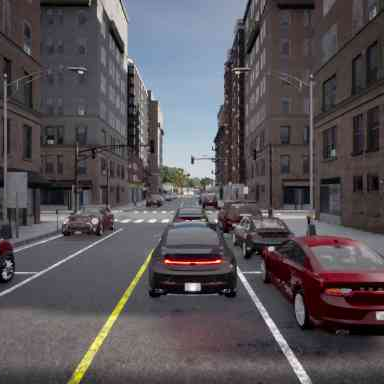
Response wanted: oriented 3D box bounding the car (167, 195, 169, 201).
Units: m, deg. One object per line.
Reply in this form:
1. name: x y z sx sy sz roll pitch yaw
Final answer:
1. car: -5.829 1.548 61.618 2.008 1.369 4.403 0 0 0

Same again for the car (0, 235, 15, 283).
1. car: -5.430 1.440 6.688 1.967 1.590 4.097 0 0 0

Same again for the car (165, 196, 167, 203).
1. car: -5.794 1.564 56.114 1.947 1.339 4.313 0 0 0

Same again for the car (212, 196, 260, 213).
1. car: 2.518 1.315 18.107 2.192 1.841 5.009 0 0 0

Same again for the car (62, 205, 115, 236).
1. car: -5.507 1.440 18.052 1.967 1.590 4.097 0 0 0

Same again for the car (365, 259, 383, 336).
1. car: 2.634 1.440 1.061 1.967 1.590 4.097 0 0 0

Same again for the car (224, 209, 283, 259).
1. car: 2.557 1.551 12.425 2.008 1.369 4.403 0 0 0

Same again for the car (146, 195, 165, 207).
1. car: -5.759 1.314 50.611 2.192 1.841 5.009 0 0 0

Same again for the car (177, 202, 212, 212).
1. car: -0.058 1.505 17.981 1.837 1.490 4.892 0 0 0

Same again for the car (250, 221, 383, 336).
1. car: 2.595 1.545 6.743 1.887 1.381 4.507 0 0 0

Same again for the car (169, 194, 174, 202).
1. car: -5.934 1.541 78.129 1.887 1.381 4.507 0 0 0

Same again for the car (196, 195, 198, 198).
1. car: 2.272 1.313 61.674 2.192 1.841 5.009 0 0 0

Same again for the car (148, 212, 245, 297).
1. car: 0.014 1.505 8.564 1.837 1.490 4.892 0 0 0

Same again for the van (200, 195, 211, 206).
1. van: 2.314 1.339 56.170 1.690 1.788 3.998 0 0 0

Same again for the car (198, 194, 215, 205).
1. car: 2.398 1.314 45.163 2.192 1.841 5.009 0 0 0
